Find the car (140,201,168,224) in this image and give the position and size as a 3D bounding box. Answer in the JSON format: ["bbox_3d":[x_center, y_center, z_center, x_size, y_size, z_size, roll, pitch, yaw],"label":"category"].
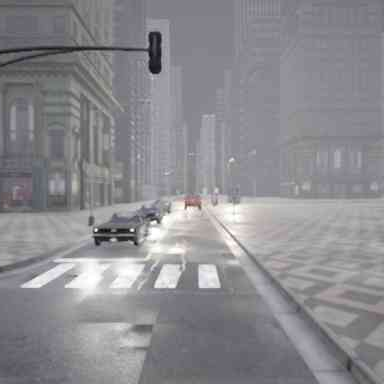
[{"bbox_3d":[-3.103,1.595,24.733,1.895,1.301,4.718,0,0,0],"label":"car"}]

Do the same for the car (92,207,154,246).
[{"bbox_3d":[-3.101,1.596,15.389,1.895,1.301,4.718,0,0,0],"label":"car"}]

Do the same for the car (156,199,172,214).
[{"bbox_3d":[-3.086,1.488,34.811,2.128,1.511,4.902,0,0,0],"label":"car"}]

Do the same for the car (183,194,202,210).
[{"bbox_3d":[0.094,1.220,43.030,2.150,2.045,5.566,0,0,0],"label":"car"}]
